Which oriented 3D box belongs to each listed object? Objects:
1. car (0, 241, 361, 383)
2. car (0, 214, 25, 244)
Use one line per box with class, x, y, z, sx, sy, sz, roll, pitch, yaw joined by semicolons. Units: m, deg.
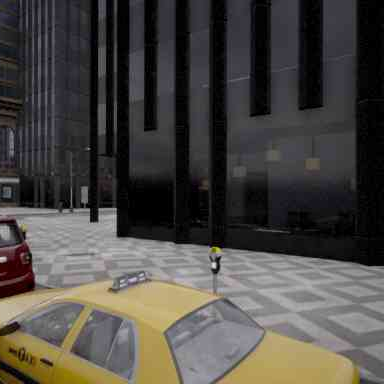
car;-0.843;1.525;3.552;4.829;1.417;1.752;0;0;35
car;-5.138;1.314;6.580;5.009;1.841;2.192;0;0;35
